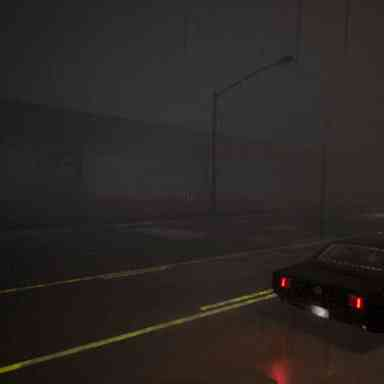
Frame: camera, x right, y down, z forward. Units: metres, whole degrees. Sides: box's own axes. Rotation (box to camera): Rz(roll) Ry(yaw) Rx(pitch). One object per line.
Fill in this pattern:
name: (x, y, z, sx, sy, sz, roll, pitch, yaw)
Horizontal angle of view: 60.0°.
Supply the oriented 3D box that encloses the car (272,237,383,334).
car: (3.811, 1.565, 6.473, 4.718, 1.301, 1.895, 0, 0, -35)
